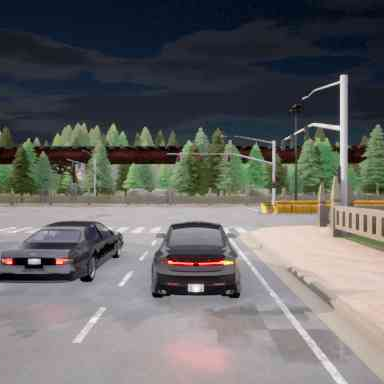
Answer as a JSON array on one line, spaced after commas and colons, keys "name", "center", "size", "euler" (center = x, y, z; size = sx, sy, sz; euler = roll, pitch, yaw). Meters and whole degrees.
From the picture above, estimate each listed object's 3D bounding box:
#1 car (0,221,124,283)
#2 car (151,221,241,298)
[{"name": "car", "center": [-3.385, 1.547, 9.682], "size": [2.033, 1.411, 5.357], "euler": [0, 0, 0]}, {"name": "car", "center": [0.101, 1.505, 8.492], "size": [1.837, 1.490, 4.892], "euler": [0, 0, 1]}]
